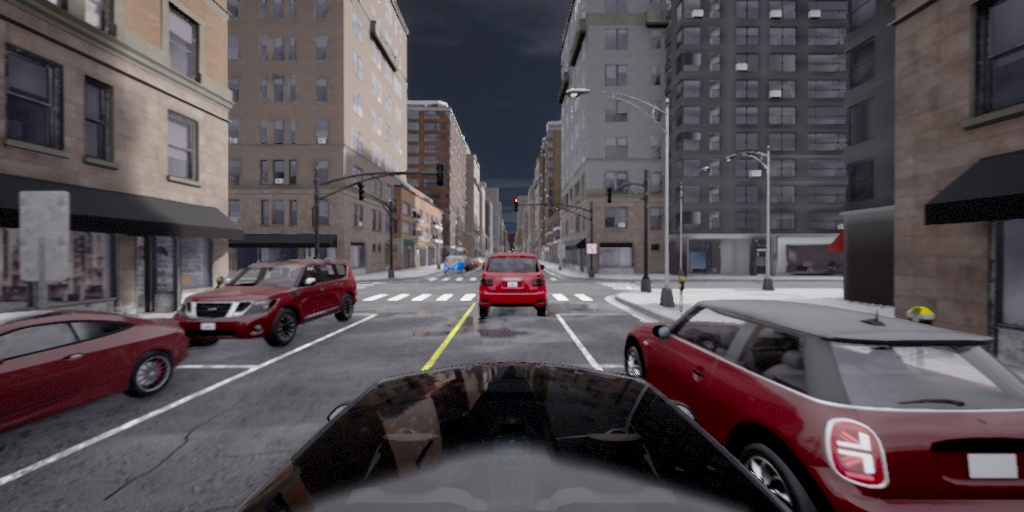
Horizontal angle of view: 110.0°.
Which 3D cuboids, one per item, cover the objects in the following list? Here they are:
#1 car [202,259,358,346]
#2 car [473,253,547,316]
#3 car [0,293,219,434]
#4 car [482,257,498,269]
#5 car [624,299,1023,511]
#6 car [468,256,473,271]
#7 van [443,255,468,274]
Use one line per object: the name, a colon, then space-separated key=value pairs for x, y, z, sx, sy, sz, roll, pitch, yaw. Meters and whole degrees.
car: x=-5.858 y=1.024 z=9.431 sx=2.192 sy=1.841 sz=5.009 roll=0 pitch=0 yaw=0
car: x=0.038 y=0.912 z=13.183 sx=2.150 sy=2.045 sz=5.566 roll=0 pitch=0 yaw=0
car: x=-5.857 y=1.320 z=3.907 sx=1.802 sy=1.307 sz=4.207 roll=0 pitch=0 yaw=0
car: x=-3.094 y=0.966 z=51.611 sx=1.882 sy=1.535 sz=5.008 roll=0 pitch=0 yaw=0
car: x=2.669 y=1.178 z=3.935 sx=1.967 sy=1.591 sz=4.097 roll=0 pitch=0 yaw=0
car: x=-5.865 y=0.854 z=41.974 sx=2.192 sy=1.841 sz=5.009 roll=0 pitch=0 yaw=0
van: x=-5.863 y=0.910 z=36.378 sx=1.690 sy=1.789 sz=3.998 roll=0 pitch=0 yaw=0
